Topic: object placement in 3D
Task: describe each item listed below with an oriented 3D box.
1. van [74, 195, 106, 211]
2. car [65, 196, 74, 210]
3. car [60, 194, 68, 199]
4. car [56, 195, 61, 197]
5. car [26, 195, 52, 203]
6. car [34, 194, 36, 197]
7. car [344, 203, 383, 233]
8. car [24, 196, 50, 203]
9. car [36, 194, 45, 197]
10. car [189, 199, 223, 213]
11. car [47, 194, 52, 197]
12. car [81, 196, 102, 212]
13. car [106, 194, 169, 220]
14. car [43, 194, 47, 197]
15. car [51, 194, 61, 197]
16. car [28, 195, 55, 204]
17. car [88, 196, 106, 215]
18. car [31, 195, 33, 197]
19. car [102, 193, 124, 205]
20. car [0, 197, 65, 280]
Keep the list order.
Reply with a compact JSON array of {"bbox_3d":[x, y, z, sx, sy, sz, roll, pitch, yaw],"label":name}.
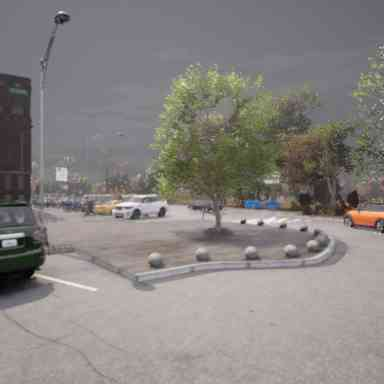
[{"bbox_3d":[-11.137,1.303,39.122,1.878,1.987,4.442,0,1,36],"label":"van"},{"bbox_3d":[-12.740,1.529,41.713,2.097,1.535,5.008,0,1,36],"label":"car"},{"bbox_3d":[-14.451,1.405,44.182,2.185,1.767,4.553,-1,0,36],"label":"car"},{"bbox_3d":[-16.103,1.573,46.697,2.002,1.452,4.674,-1,0,36],"label":"car"},{"bbox_3d":[-32.854,1.470,71.604,2.185,1.767,4.553,-1,0,36],"label":"car"},{"bbox_3d":[-26.032,1.555,61.811,1.946,1.575,5.366,-1,0,36],"label":"car"},{"bbox_3d":[11.313,1.431,20.269,2.097,1.767,4.553,0,0,-7],"label":"car"},{"bbox_3d":[-34.490,1.635,74.143,2.163,1.488,4.792,-1,0,36],"label":"car"},{"bbox_3d":[-22.783,1.296,56.695,2.435,2.045,5.566,-1,0,36],"label":"car"},{"bbox_3d":[1.462,1.555,37.634,2.128,1.511,4.902,0,0,-34],"label":"car"},{"bbox_3d":[-19.426,1.412,51.704,2.185,1.767,4.553,0,1,36],"label":"car"},{"bbox_3d":[-9.395,1.566,36.729,2.002,1.452,4.674,-1,0,36],"label":"car"},{"bbox_3d":[-4.346,1.271,29.237,2.435,2.045,5.566,0,1,36],"label":"car"},{"bbox_3d":[-21.110,1.572,54.204,2.163,1.488,4.792,-1,0,36],"label":"car"},{"bbox_3d":[-17.753,1.409,49.212,2.185,1.767,4.553,0,1,36],"label":"car"},{"bbox_3d":[-31.181,1.460,69.113,2.185,1.767,4.553,-1,0,36],"label":"car"},{"bbox_3d":[-7.598,1.520,34.393,1.946,1.575,5.366,-1,0,36],"label":"car"},{"bbox_3d":[-27.816,1.316,64.176,2.435,2.045,5.566,-1,0,36],"label":"car"},{"bbox_3d":[-14.642,1.308,61.413,2.150,2.045,5.566,0,0,-34],"label":"car"},{"bbox_3d":[-6.148,1.237,8.728,5.566,2.045,2.435,-1,-1,35],"label":"car"}]
